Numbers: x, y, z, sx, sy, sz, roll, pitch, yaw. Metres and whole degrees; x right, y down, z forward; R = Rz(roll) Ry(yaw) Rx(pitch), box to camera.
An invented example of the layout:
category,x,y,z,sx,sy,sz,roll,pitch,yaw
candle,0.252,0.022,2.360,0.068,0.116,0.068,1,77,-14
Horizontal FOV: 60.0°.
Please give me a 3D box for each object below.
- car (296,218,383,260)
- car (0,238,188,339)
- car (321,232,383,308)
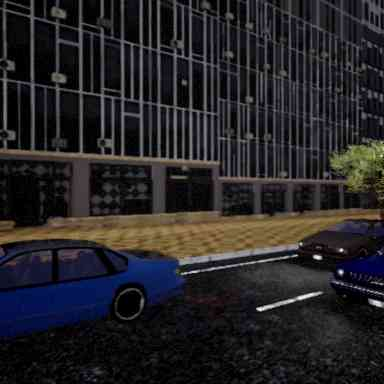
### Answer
category,x,y,z,sx,sy,sz,roll,pitch,yaw
car,6.069,1.669,11.884,5.357,1.411,2.033,1,0,-35
car,-2.668,1.559,5.725,5.357,1.411,2.033,1,0,-35
car,5.079,1.686,7.185,4.718,1.301,1.895,1,0,-35
